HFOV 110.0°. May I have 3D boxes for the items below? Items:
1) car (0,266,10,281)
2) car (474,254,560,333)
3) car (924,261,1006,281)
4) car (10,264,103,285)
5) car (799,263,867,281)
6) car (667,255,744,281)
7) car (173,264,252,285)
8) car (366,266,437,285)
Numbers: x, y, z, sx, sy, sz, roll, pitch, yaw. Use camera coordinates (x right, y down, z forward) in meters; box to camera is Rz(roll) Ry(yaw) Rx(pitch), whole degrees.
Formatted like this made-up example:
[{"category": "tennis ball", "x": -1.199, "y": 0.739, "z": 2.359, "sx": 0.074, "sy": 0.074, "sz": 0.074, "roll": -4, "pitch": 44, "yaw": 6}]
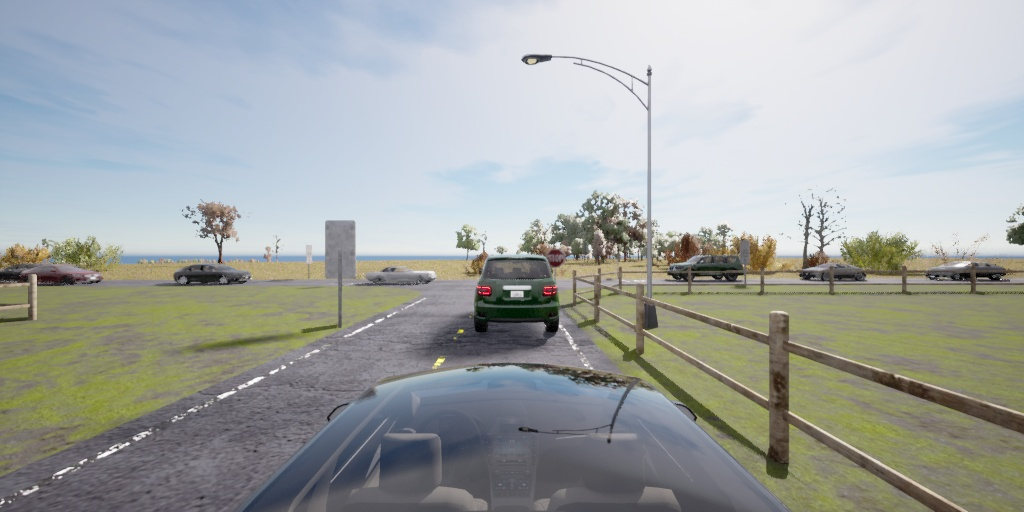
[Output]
[{"category": "car", "x": -39.568, "y": 1.368, "z": 29.244, "sx": 4.892, "sy": 1.490, "sz": 1.837, "roll": 0, "pitch": 0, "yaw": 1}, {"category": "car", "x": 0.123, "y": 0.973, "z": 10.940, "sx": 2.150, "sy": 2.045, "sz": 5.566, "roll": 0, "pitch": 0, "yaw": 0}, {"category": "car", "x": 35.829, "y": 1.171, "z": 28.455, "sx": 4.902, "sy": 1.511, "sz": 2.128, "roll": 0, "pitch": 0, "yaw": 1}, {"category": "car", "x": -32.958, "y": 1.370, "z": 26.234, "sx": 4.674, "sy": 1.442, "sz": 1.812, "roll": 0, "pitch": 0, "yaw": 1}, {"category": "car", "x": 25.479, "y": 1.256, "z": 28.576, "sx": 4.181, "sy": 1.385, "sz": 1.994, "roll": 0, "pitch": 0, "yaw": 0}, {"category": "car", "x": 15.438, "y": 0.934, "z": 28.680, "sx": 5.566, "sy": 2.045, "sz": 2.150, "roll": 0, "pitch": 0, "yaw": 0}, {"category": "car", "x": -21.712, "y": 1.317, "z": 26.109, "sx": 4.892, "sy": 1.490, "sz": 1.837, "roll": 0, "pitch": 0, "yaw": 1}, {"category": "car", "x": -7.906, "y": 1.374, "z": 25.969, "sx": 4.718, "sy": 1.301, "sz": 1.895, "roll": 0, "pitch": 0, "yaw": 1}]
